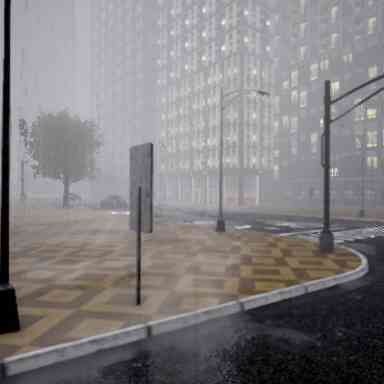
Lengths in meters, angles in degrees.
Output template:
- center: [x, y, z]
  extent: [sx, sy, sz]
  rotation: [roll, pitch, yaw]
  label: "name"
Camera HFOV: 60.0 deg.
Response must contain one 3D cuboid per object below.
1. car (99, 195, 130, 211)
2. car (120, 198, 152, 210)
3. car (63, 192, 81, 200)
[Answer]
- center: [-8.775, 1.130, 37.557]
  extent: [2.097, 1.767, 4.553]
  rotation: [1, 0, -37]
  label: "car"
- center: [-6.838, 1.399, 40.392]
  extent: [1.895, 1.301, 4.718]
  rotation: [1, 0, -37]
  label: "car"
- center: [-18.246, 0.788, 50.420]
  extent: [1.837, 1.490, 4.892]
  rotation: [1, 0, -37]
  label: "car"
